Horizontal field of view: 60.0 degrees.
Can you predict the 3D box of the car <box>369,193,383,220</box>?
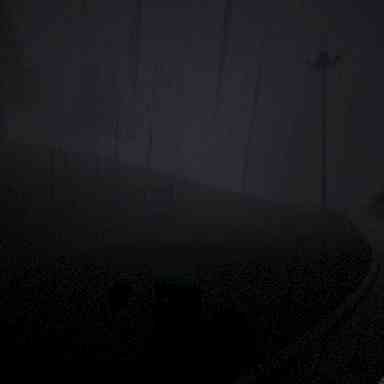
[{"bbox_3d":[15.594,1.092,26.449,2.150,2.045,5.566,0,0,21],"label":"car"}]
